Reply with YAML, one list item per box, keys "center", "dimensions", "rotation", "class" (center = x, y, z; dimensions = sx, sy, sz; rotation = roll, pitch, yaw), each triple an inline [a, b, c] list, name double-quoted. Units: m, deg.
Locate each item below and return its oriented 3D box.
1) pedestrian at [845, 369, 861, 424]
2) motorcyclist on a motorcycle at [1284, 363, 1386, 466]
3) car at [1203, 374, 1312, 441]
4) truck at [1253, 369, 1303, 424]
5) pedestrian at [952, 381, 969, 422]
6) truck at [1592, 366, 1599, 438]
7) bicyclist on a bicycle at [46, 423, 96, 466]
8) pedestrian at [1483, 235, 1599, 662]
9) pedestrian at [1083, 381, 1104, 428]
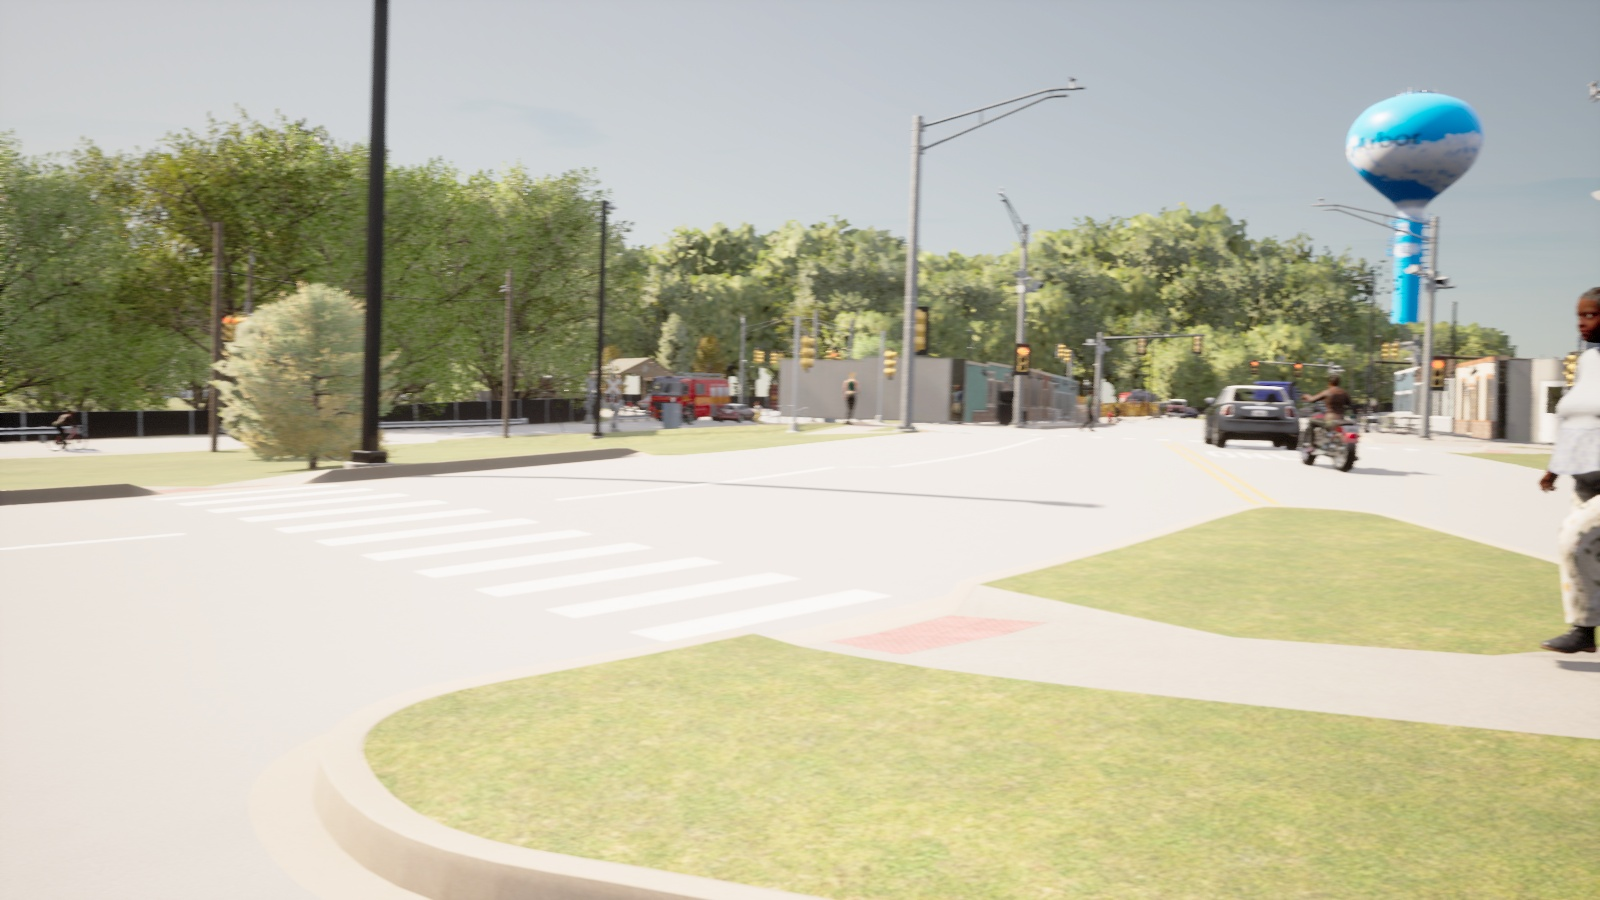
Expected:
- center: [1.804, -1.801, 42.372]
  dimensions: [0.345, 1.836, 0.594]
  rotation: [2, 2, 20]
  class: "pedestrian"
- center: [9.036, -0.632, 21.334]
  dimensions: [0.766, 1.649, 2.350]
  rotation: [1, 3, 3]
  class: "motorcyclist on a motorcycle"
- center: [10.886, -1.031, 30.141]
  dimensions: [1.970, 1.475, 3.806]
  rotation: [1, 2, 13]
  class: "car"
- center: [31.705, -3.526, 83.488]
  dimensions: [2.891, 3.462, 7.936]
  rotation: [2, 2, 20]
  class: "truck"
- center: [7.264, -2.193, 56.913]
  dimensions: [0.726, 1.835, 0.370]
  rotation: [-1, 2, -43]
  class: "pedestrian"
- center: [29.512, -1.542, 41.464]
  dimensions: [5.204, 2.467, 2.627]
  rotation: [2, 2, 22]
  class: "truck"
- center: [-28.968, -0.238, 49.927]
  dimensions: [0.582, 1.620, 1.656]
  rotation: [2, 4, 26]
  class: "bicyclist on a bicycle"
- center: [3.900, -0.007, 5.872]
  dimensions: [0.900, 1.855, 0.874]
  rotation: [1, 2, 4]
  class: "pedestrian"
- center: [12.411, -1.918, 53.107]
  dimensions: [0.788, 1.949, 0.423]
  rotation: [2, 2, 18]
  class: "pedestrian"
